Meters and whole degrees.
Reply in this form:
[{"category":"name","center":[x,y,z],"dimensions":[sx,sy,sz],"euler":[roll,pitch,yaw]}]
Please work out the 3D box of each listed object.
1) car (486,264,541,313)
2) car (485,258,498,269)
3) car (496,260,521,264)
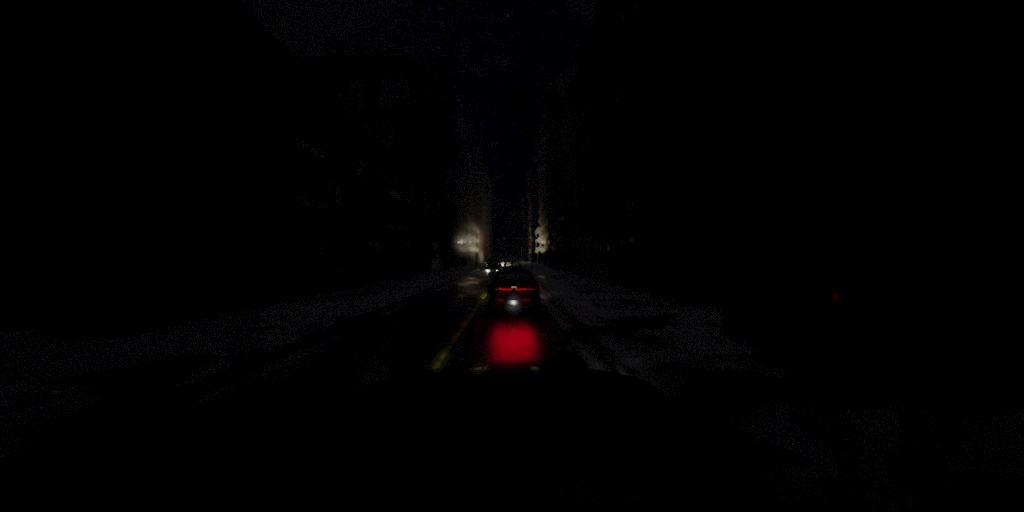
[{"category":"car","center":[0.076,1.255,14.057],"dimensions":[1.837,1.490,4.892],"euler":[0,0,0]},{"category":"car","center":[-2.796,1.112,53.594],"dimensions":[2.097,1.767,4.553],"euler":[0,0,0]},{"category":"car","center":[0.079,1.242,29.061],"dimensions":[2.128,1.511,4.902],"euler":[0,0,0]}]
